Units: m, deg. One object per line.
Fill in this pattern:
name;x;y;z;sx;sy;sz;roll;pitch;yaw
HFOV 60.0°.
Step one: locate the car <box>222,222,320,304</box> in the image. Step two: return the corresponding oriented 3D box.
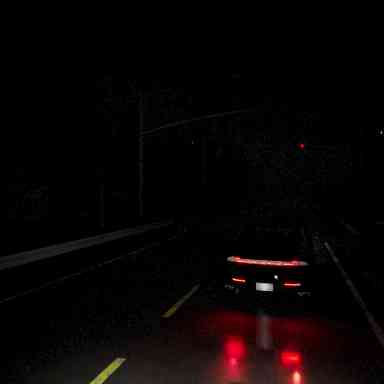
car;2.070;1.491;8.270;2.128;1.511;4.902;0;0;18
